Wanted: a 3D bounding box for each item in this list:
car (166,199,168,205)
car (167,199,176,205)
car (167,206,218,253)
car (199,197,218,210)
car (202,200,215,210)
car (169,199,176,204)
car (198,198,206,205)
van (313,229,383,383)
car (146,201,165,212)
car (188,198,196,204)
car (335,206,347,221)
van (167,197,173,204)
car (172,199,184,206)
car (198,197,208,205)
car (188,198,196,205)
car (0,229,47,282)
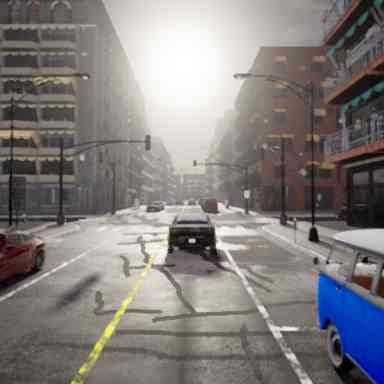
[{"bbox_3d":[-5.297,2.090,52.374,1.947,1.339,4.313,1,-1,0],"label":"car"},{"bbox_3d":[-5.299,2.497,85.744,2.008,1.369,4.403,1,-1,0],"label":"car"},{"bbox_3d":[-0.001,1.622,14.483,1.882,1.535,5.008,0,0,0],"label":"car"},{"bbox_3d":[2.587,1.782,46.862,2.192,1.841,5.009,1,-1,0],"label":"car"},{"bbox_3d":[2.583,2.051,52.588,1.752,1.417,4.829,1,-1,0],"label":"car"},{"bbox_3d":[-5.298,2.553,91.136,1.752,1.417,4.829,1,-1,0],"label":"car"},{"bbox_3d":[2.583,2.386,85.780,1.967,1.590,4.097,1,-1,0],"label":"car"},{"bbox_3d":[2.552,1.373,3.152,1.690,1.788,3.998,1,-1,0],"label":"van"},{"bbox_3d":[-5.297,2.033,46.814,1.947,1.339,4.313,1,-1,0],"label":"car"},{"bbox_3d":[0.005,2.346,86.867,1.994,1.385,4.181,0,-1,0],"label":"car"},{"bbox_3d":[13.745,1.696,26.580,4.403,1.369,2.008,0,-2,0],"label":"car"},{"bbox_3d":[-5.294,2.204,80.182,1.690,1.788,3.998,1,-1,0],"label":"van"},{"bbox_3d":[-2.746,2.269,73.339,1.837,1.490,4.892,0,-1,0],"label":"car"},{"bbox_3d":[2.585,2.179,80.218,2.192,1.841,5.009,1,-1,0],"label":"car"},{"bbox_3d":[0.004,2.386,75.638,1.895,1.301,4.718,0,-1,0],"label":"car"},{"bbox_3d":[-5.300,1.669,8.735,1.802,1.307,4.206,1,-1,0],"label":"car"}]
